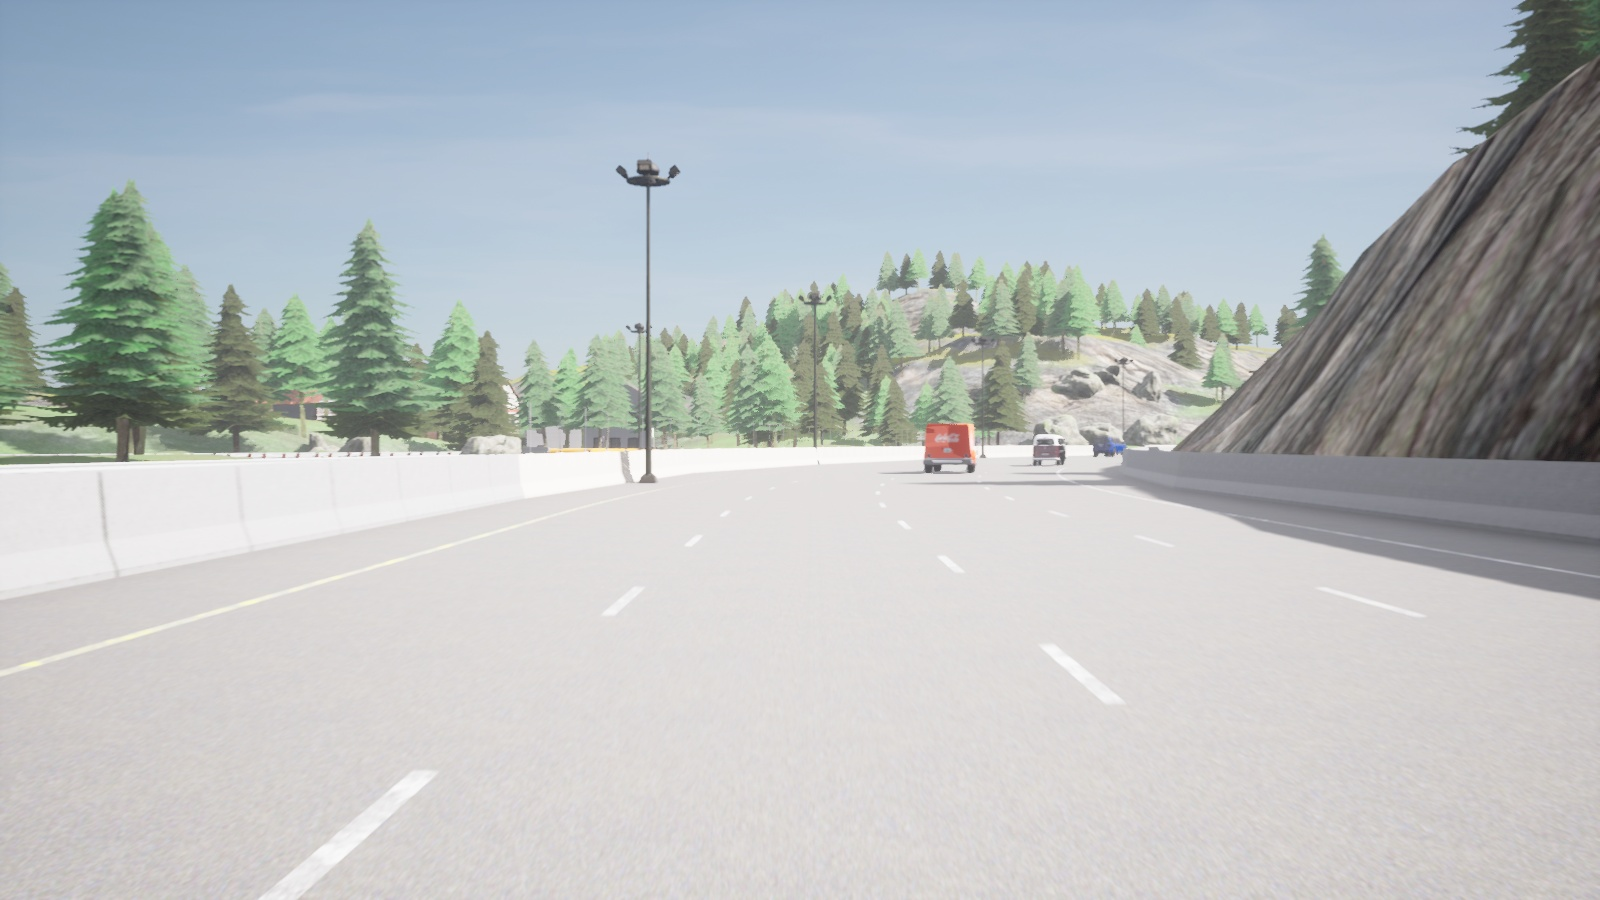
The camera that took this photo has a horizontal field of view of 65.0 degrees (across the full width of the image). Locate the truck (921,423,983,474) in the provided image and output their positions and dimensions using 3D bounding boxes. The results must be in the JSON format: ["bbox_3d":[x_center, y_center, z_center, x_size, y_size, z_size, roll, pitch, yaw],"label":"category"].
[{"bbox_3d":[7.806,-0.091,64.042,2.627,2.467,5.204,0,0,12],"label":"truck"}]

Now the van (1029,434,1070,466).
[{"bbox_3d":[16.426,0.023,82.433,2.069,2.038,4.480,0,0,18],"label":"van"}]
